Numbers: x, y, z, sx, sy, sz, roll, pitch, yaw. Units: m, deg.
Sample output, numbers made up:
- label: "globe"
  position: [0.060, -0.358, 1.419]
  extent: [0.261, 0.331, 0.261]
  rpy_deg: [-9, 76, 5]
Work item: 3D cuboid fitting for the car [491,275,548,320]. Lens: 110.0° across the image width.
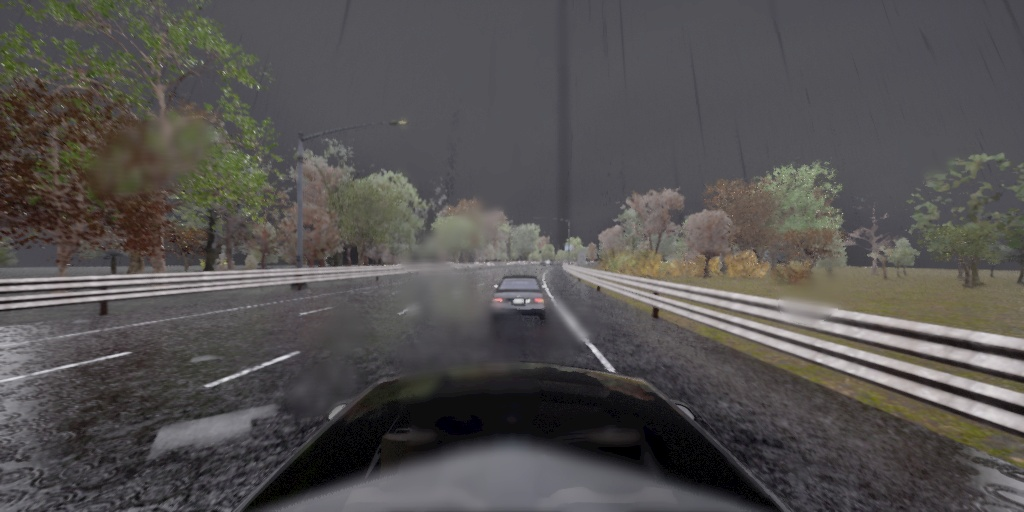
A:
- label: "car"
  position: [0.293, 1.401, 13.066]
  extent: [2.033, 1.411, 5.357]
  rpy_deg: [0, -1, 2]
